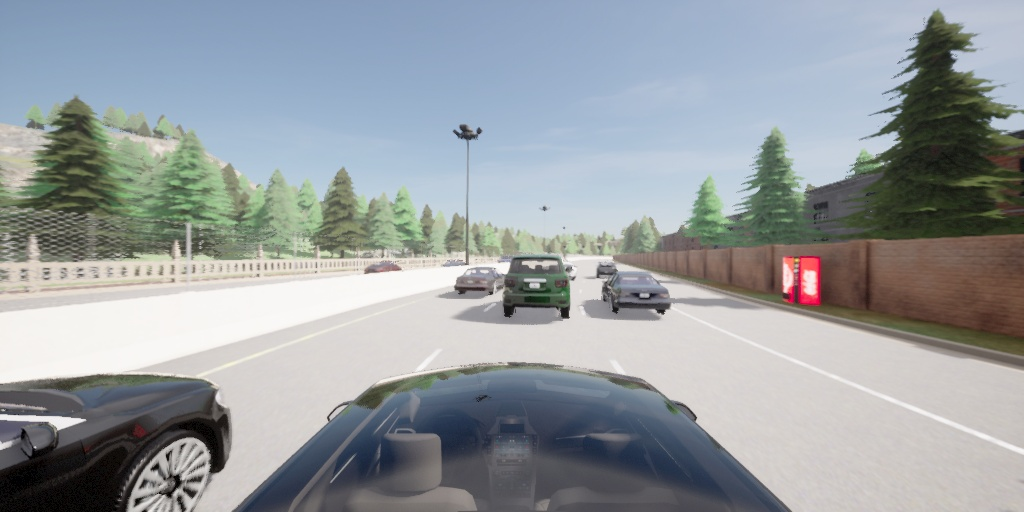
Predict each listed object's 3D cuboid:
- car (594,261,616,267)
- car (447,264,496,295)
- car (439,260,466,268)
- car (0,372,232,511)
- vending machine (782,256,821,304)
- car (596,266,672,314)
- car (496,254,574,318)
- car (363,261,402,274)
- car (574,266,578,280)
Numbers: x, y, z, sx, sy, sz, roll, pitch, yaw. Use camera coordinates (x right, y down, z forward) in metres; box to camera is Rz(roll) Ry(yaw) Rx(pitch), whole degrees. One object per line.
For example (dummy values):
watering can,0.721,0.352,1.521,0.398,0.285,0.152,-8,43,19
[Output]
car,8.946,1.251,34.248,2.128,1.511,4.902,0,0,13
car,-1.492,1.274,19.484,2.033,1.411,5.357,0,0,11
car,-7.032,1.227,43.742,2.033,1.411,5.357,0,0,13
car,-3.296,1.226,1.064,2.128,1.511,4.902,0,0,0
vending machine,11.715,0.985,14.552,1.100,2.100,0.880,0,0,10
car,4.628,1.306,13.977,2.033,1.411,5.357,0,0,9
car,1.027,0.965,13.257,2.150,2.045,5.566,0,0,8
car,-12.601,1.226,35.091,1.994,1.385,4.181,0,0,13
car,4.632,1.269,31.101,1.812,1.442,4.674,0,0,13
